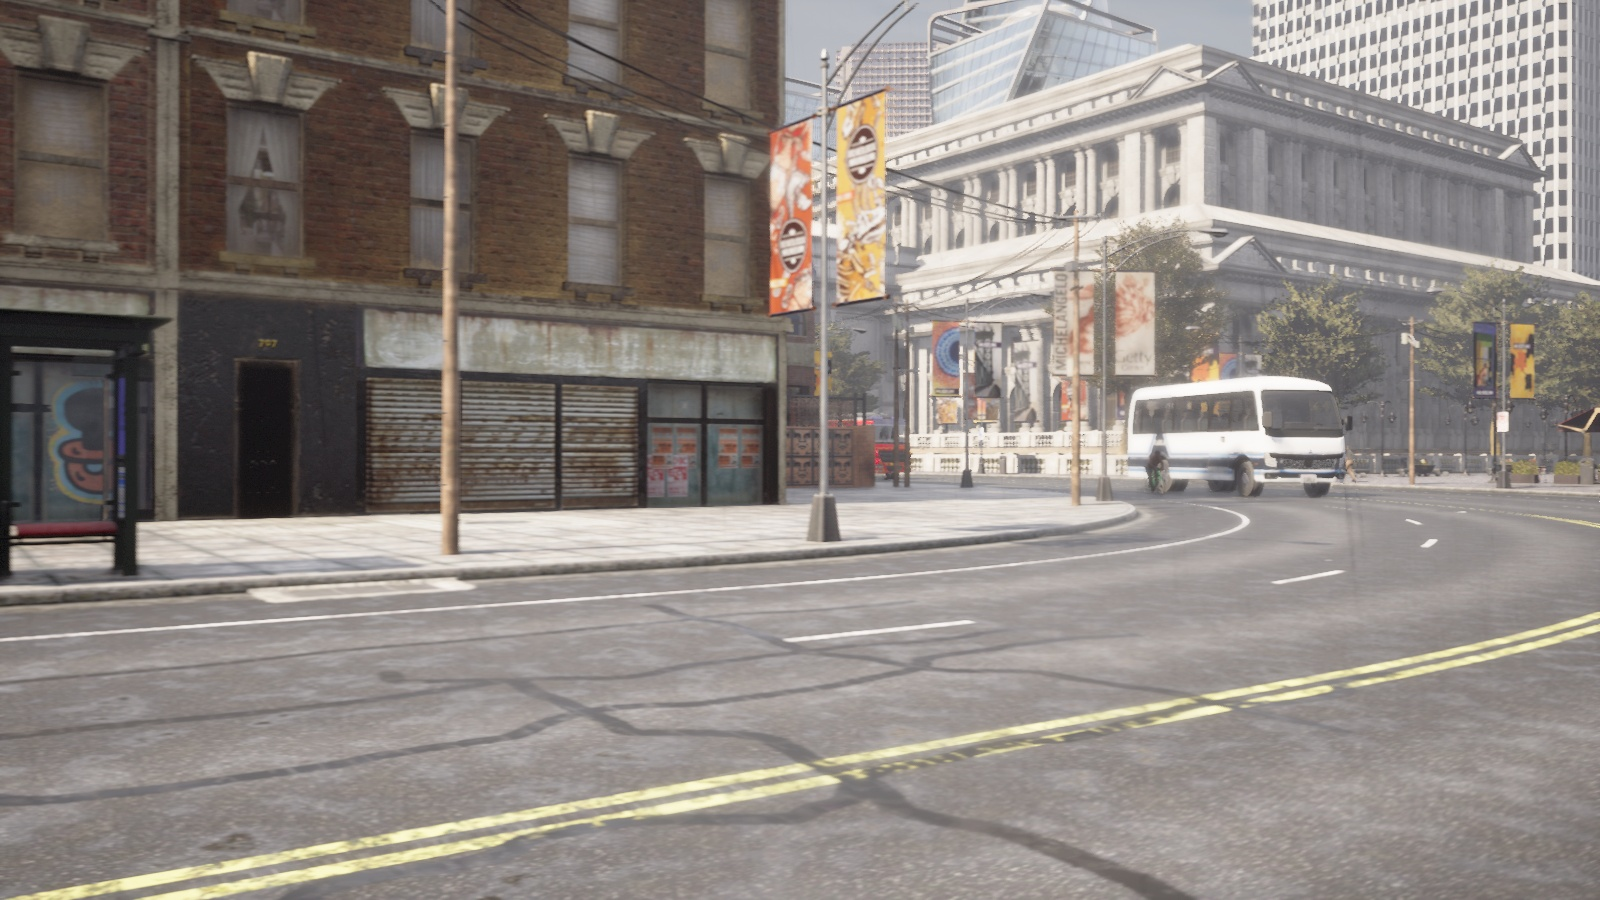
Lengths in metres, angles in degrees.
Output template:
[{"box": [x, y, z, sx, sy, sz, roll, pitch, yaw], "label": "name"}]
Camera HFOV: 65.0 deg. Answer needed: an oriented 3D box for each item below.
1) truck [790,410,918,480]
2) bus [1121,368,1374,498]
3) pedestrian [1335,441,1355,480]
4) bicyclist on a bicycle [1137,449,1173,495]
[{"box": [3.020, -0.247, 73.164, 2.891, 3.827, 8.468, 0, 0, -35], "label": "truck"}, {"box": [16.138, -0.552, 46.575, 3.944, 4.253, 10.273, 0, 0, -13], "label": "bus"}, {"box": [26.018, 0.493, 59.933, 0.540, 1.848, 0.694, 0, 0, -28], "label": "pedestrian"}, {"box": [12.745, 0.781, 45.076, 0.582, 1.620, 1.656, 0, 0, -9], "label": "bicyclist on a bicycle"}]
